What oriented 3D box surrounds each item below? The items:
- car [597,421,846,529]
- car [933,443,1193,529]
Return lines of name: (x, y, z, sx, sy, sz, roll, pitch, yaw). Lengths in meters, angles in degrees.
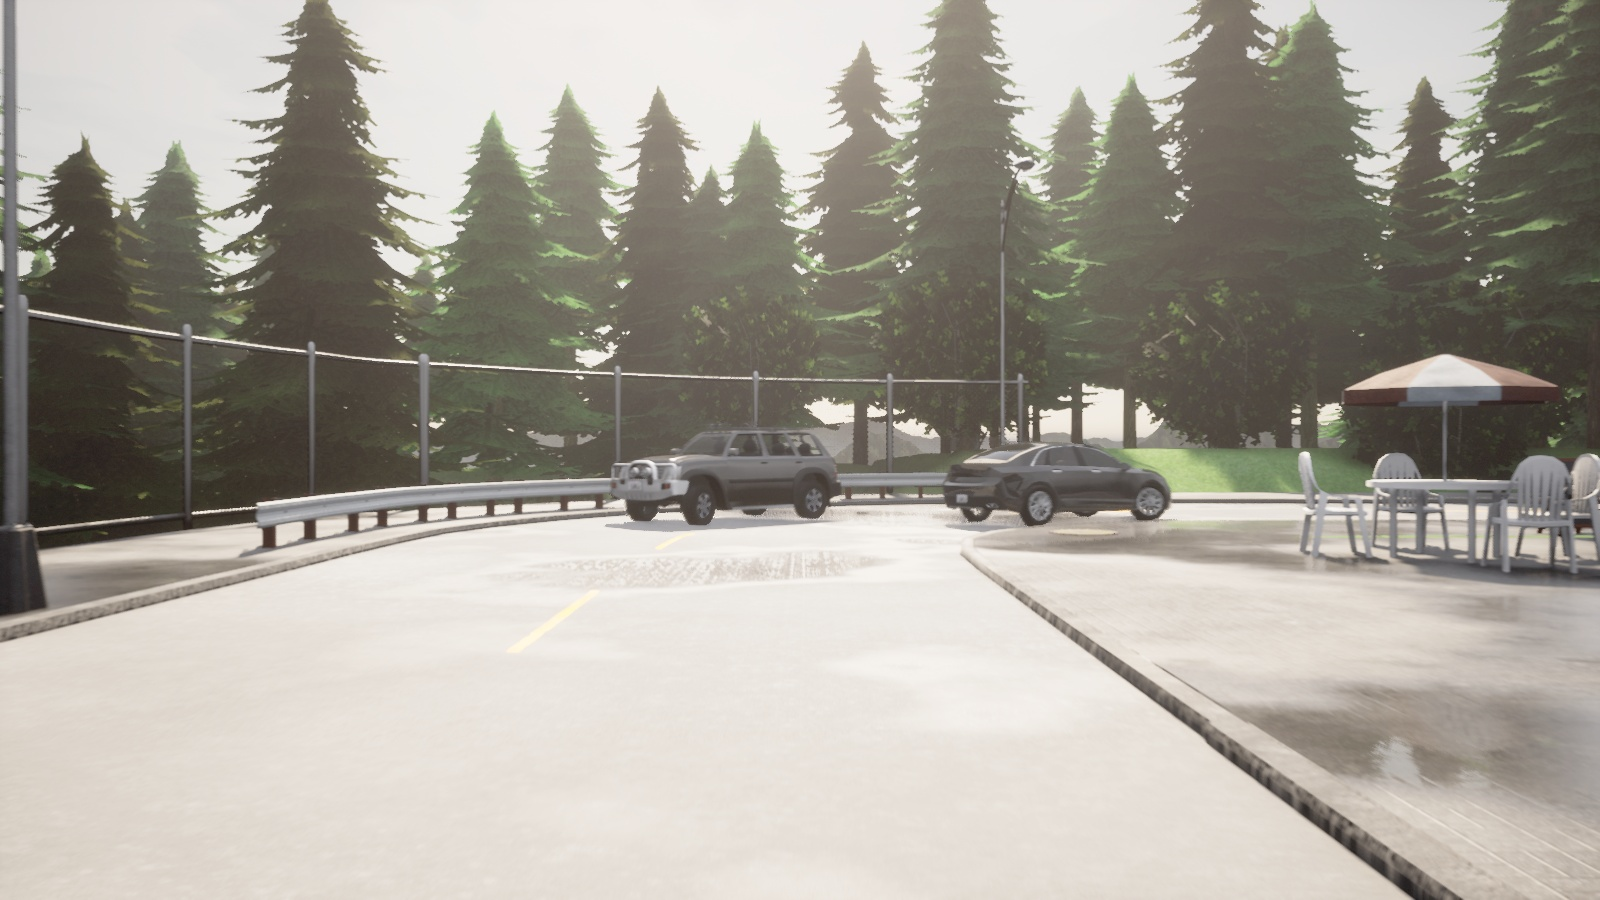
car: (-1.402, 0.429, 23.878, 1.932, 1.855, 4.605, 0, 0, 44)
car: (5.009, 0.623, 23.690, 4.892, 1.490, 1.837, 0, 0, -32)
